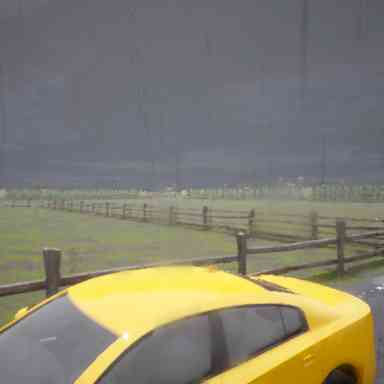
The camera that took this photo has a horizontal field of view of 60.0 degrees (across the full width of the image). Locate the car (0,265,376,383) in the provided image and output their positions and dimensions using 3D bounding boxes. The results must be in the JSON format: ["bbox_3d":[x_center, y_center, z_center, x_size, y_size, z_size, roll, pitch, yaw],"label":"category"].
[{"bbox_3d":[-0.473,1.477,2.717,5.008,1.535,1.882,0,0,-35],"label":"car"}]
